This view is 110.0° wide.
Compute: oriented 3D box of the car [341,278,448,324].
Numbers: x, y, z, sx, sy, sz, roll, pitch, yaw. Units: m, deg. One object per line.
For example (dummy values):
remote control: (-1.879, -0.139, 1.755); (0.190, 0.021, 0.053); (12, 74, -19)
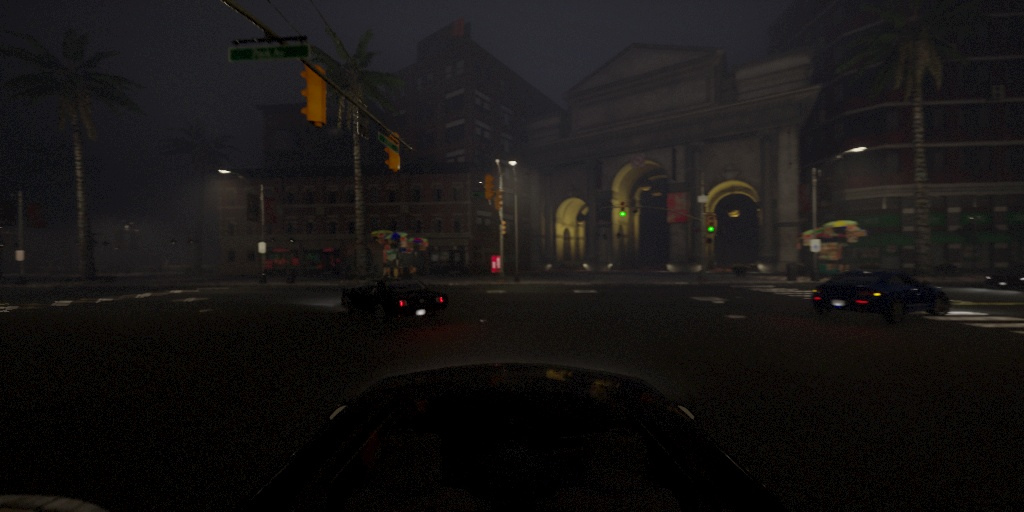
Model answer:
car: (-4.221, 1.404, 12.307); (1.895, 1.301, 4.718); (-1, 0, -43)

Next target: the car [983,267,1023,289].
car: (27.730, 1.004, 18.125); (5.357, 1.411, 2.033); (-1, 0, 5)

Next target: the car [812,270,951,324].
car: (11.505, 1.156, 11.283); (4.674, 1.442, 1.812); (-1, -1, -24)

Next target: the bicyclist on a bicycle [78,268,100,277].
bicyclist on a bicycle: (-36.202, 1.464, 30.693); (0.582, 1.620, 1.656); (-1, 0, 5)
